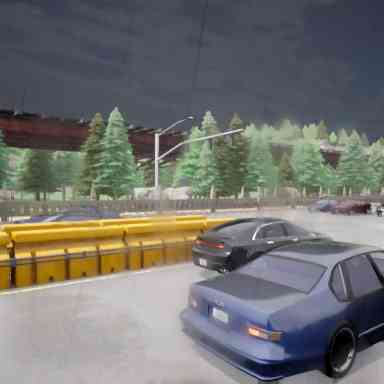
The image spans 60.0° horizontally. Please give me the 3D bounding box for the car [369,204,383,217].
[{"bbox_3d":[18.533,1.491,30.106,4.902,1.511,2.128,0,0,-35],"label":"car"}]

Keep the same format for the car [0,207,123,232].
[{"bbox_3d":[-5.092,1.525,13.259,4.674,1.442,1.812,0,0,-35],"label":"car"}]

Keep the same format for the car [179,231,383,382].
[{"bbox_3d":[2.398,1.547,5.496,5.357,1.411,2.033,0,0,-35],"label":"car"}]

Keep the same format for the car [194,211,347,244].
[{"bbox_3d":[2.261,1.505,9.685,4.892,1.490,1.837,0,0,-35],"label":"car"}]

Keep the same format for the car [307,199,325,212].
[{"bbox_3d":[14.403,1.526,35.760,4.674,1.442,1.812,0,0,-36],"label":"car"}]

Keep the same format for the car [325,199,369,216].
[{"bbox_3d":[15.399,1.477,32.170,5.008,1.535,1.882,0,0,-36],"label":"car"}]

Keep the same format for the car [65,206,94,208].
[{"bbox_3d":[-6.341,1.601,16.665,4.718,1.301,1.895,0,0,-36],"label":"car"}]
